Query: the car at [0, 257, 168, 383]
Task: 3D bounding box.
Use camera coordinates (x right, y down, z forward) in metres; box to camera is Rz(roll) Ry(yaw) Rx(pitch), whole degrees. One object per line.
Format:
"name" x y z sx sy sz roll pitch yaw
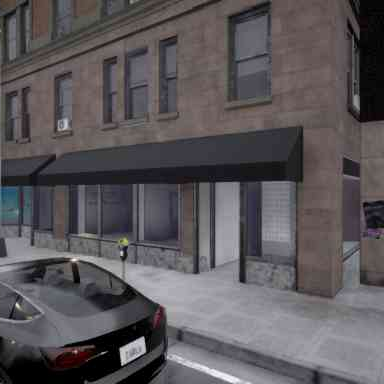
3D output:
"car" -2.260 1.566 4.413 4.313 1.339 1.947 0 0 35
